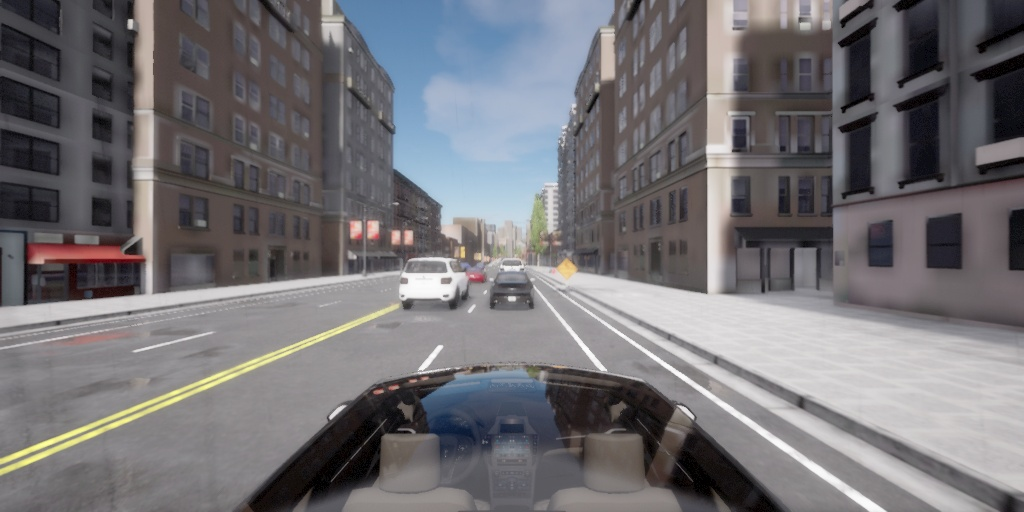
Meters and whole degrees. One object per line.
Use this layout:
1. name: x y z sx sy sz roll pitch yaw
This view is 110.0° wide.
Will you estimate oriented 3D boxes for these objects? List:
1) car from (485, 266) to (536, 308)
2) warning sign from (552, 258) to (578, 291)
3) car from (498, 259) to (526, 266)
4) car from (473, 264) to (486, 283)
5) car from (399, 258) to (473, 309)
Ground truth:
1. car: 0.008 1.400 16.168 1.837 1.490 4.892 0 0 0
2. warning sign: 3.232 1.057 21.102 1.300 1.860 1.060 0 0 0
3. car: 0.010 1.260 30.887 2.150 2.045 5.566 0 0 0
4. car: -3.237 1.611 31.174 1.994 1.385 4.181 0 -1 0
5. car: -3.245 1.106 15.884 2.150 2.045 5.566 0 0 0
